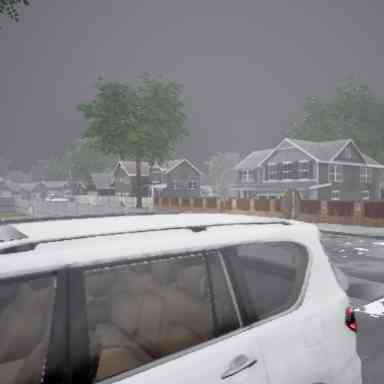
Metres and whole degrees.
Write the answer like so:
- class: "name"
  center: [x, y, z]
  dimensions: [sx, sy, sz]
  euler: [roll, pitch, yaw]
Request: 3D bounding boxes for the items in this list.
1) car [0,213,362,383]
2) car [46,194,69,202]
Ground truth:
- class: "car"
  center: [-1.157, 1.229, 2.122]
  dimensions: [5.566, 2.045, 2.150]
  euler: [0, 0, -35]
- class: "car"
  center: [-18.951, 1.327, 46.633]
  dimensions: [2.150, 2.045, 5.566]
  euler: [0, 0, -36]
